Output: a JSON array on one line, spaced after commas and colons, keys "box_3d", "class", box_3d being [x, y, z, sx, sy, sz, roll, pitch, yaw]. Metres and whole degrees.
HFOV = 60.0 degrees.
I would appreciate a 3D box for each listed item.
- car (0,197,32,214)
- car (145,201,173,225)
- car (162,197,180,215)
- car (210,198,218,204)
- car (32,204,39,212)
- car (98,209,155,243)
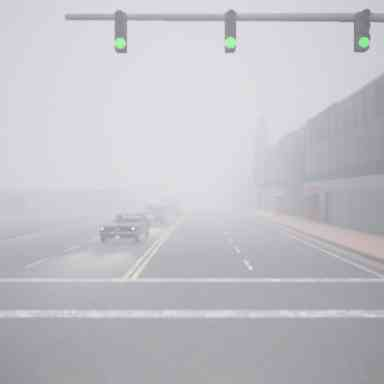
[{"box_3d": [-20.910, 1.559, 37.826, 3.866, 1.878, 1.905, 0, -1, 1], "class": "car"}, {"box_3d": [-3.043, 1.784, 27.307, 2.128, 1.511, 4.902, 0, -1, 2], "class": "car"}, {"box_3d": [-2.590, 1.641, 39.434, 2.150, 2.045, 5.566, 0, 0, 2], "class": "car"}, {"box_3d": [6.469, 2.536, 94.945, 2.128, 1.511, 4.902, 0, -1, 2], "class": "car"}, {"box_3d": [-20.870, 1.830, 40.719, 3.806, 1.475, 1.970, 0, -1, 1], "class": "car"}, {"box_3d": [-3.363, 1.788, 17.443, 1.895, 1.301, 4.718, 0, -1, 2], "class": "car"}]
